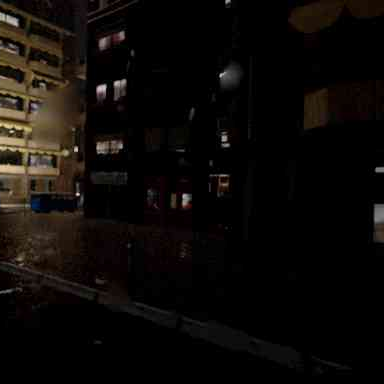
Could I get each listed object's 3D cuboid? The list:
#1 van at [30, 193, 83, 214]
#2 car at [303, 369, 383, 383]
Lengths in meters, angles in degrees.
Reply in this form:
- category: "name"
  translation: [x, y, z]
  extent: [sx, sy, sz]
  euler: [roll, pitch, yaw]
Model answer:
- category: "van"
  translation: [-11.884, 0.946, 28.802]
  extent: [1.690, 1.788, 3.998]
  euler: [1, -1, 35]
- category: "car"
  translation: [2.410, 1.591, 1.158]
  extent: [4.403, 1.369, 2.008]
  euler: [2, 1, 35]
